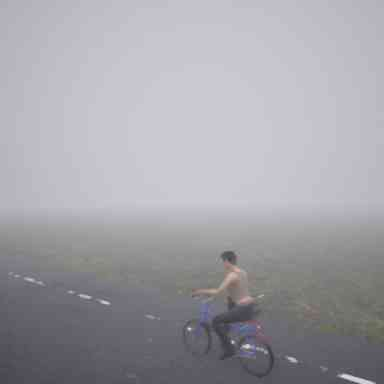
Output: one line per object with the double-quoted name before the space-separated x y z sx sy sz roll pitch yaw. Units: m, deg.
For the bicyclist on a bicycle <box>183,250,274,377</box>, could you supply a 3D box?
"bicyclist on a bicycle" 0.446 1.623 4.680 1.509 1.612 0.866 -2 -3 38
